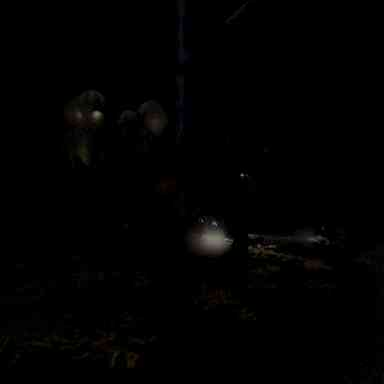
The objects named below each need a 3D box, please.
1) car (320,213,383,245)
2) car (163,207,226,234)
[{"bbox_3d":[8.081,1.542,13.500,2.033,1.411,5.357,0,0,-39],"label":"car"},{"bbox_3d":[0.071,1.560,19.320,1.994,1.385,4.181,0,0,-35],"label":"car"}]
